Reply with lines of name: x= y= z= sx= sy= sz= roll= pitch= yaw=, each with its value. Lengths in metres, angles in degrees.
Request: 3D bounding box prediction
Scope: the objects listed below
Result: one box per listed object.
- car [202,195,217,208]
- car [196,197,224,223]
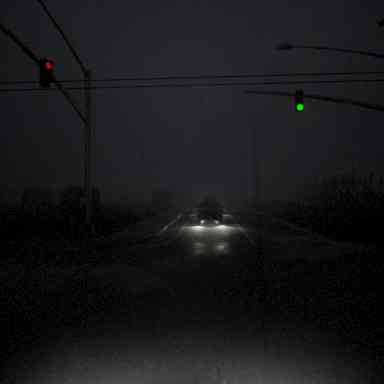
car: x=2.441 y=1.317 z=46.785 sx=2.097 sy=1.767 sz=4.553 roll=0 pitch=0 yaw=3
car: x=1.384 y=1.443 z=25.600 sx=1.882 sy=1.535 sz=5.008 roll=0 pitch=0 yaw=3
